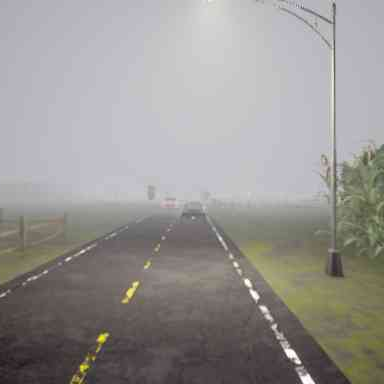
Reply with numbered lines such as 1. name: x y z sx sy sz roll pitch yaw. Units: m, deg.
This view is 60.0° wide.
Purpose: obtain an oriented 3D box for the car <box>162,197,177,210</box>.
1. car: -2.762 1.422 43.849 2.097 1.767 4.553 0 0 0

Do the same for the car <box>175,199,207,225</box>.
1. car: 0.089 1.494 24.283 2.128 1.511 4.902 0 0 0
